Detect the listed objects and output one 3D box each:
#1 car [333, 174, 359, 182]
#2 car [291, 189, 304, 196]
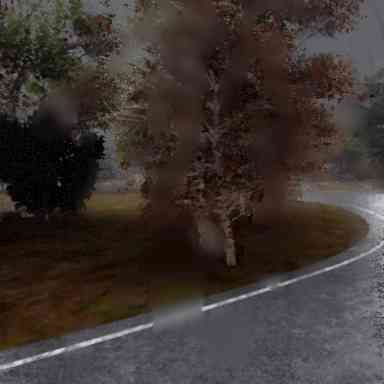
[{"bbox_3d":[30.320,-2.851,65.770,4.902,1.511,2.128,-4,3,-4],"label":"car"},{"bbox_3d":[11.257,-0.126,39.342,1.895,1.301,4.718,-5,3,-13],"label":"car"}]
